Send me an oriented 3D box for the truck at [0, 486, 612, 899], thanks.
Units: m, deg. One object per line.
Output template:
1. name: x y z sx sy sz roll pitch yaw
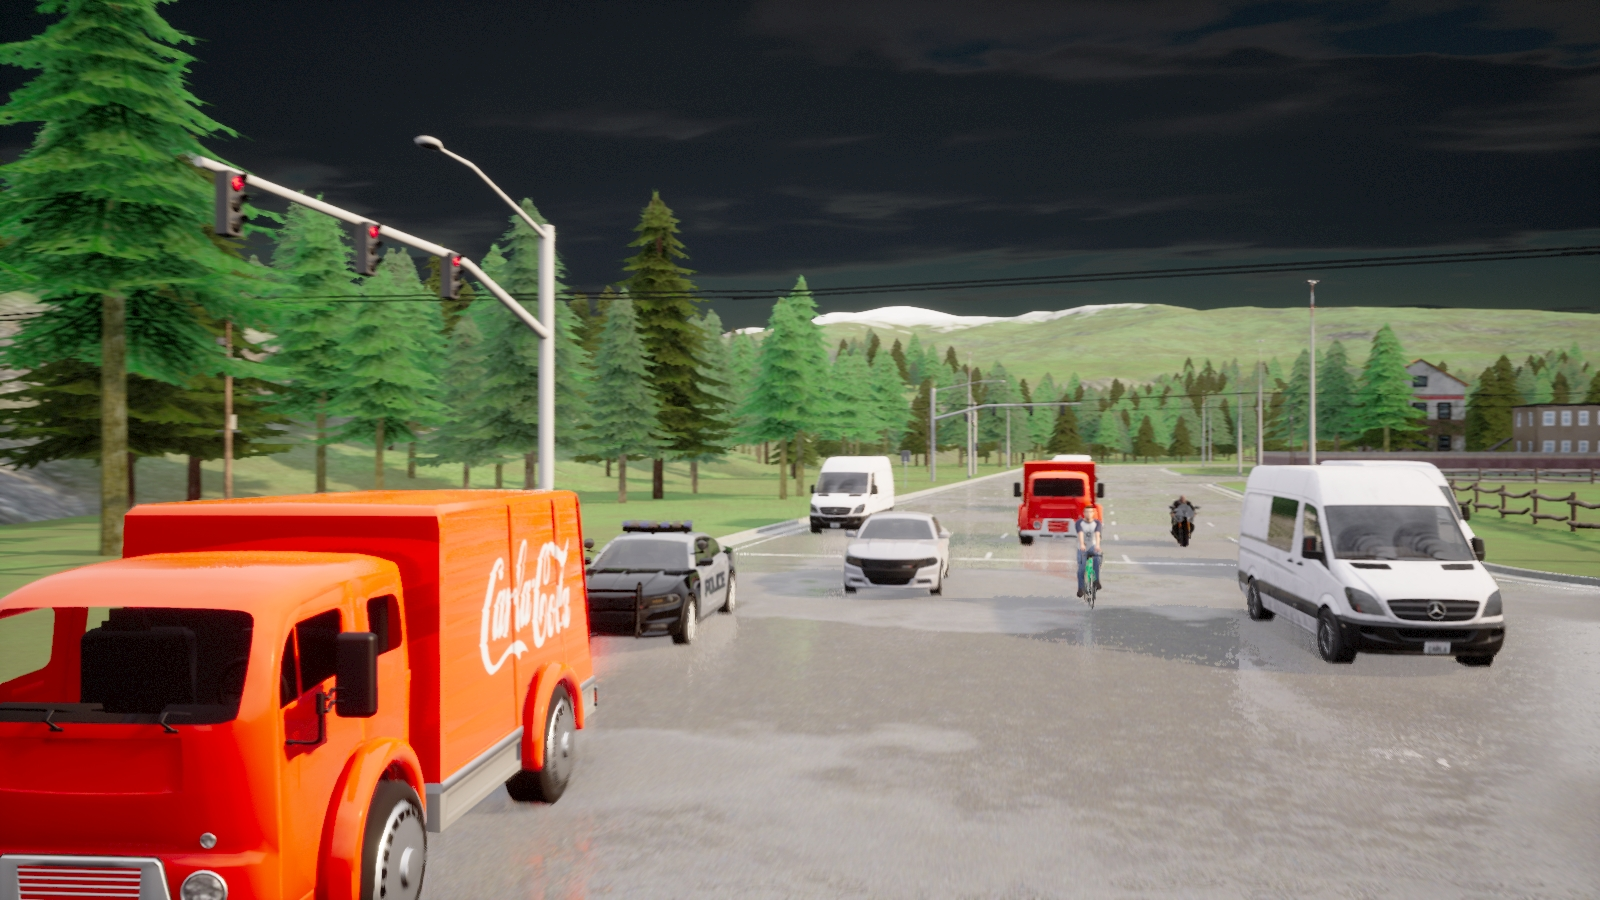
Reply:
1. truck: -3.207 1.562 7.946 2.627 2.467 5.204 0 0 4

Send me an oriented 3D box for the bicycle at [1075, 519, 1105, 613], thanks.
1. bicycle: 5.175 2.050 20.441 0.373 1.496 1.643 0 1 9

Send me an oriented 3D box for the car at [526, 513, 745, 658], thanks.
1. car: -2.375 1.971 18.091 2.097 1.638 5.238 0 0 7

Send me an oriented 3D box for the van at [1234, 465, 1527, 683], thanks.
1. van: 8.154 1.532 16.816 1.988 2.561 5.915 0 0 7

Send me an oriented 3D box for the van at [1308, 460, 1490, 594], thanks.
1. van: 13.063 1.532 25.392 1.988 2.561 5.915 0 0 11

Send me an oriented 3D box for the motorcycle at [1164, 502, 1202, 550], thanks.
1. motorcycle: 11.184 2.197 33.400 0.867 1.251 2.209 0 0 14

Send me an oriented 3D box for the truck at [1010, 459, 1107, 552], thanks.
1. truck: 7.774 1.553 34.246 2.627 2.467 5.204 0 0 13

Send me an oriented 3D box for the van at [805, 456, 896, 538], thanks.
1. van: 1.846 1.516 39.330 1.988 2.561 5.915 0 0 14

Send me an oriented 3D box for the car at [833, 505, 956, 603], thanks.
1. car: 2.066 2.024 23.515 2.097 1.535 5.006 0 0 10
